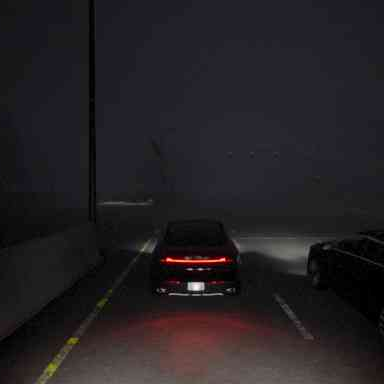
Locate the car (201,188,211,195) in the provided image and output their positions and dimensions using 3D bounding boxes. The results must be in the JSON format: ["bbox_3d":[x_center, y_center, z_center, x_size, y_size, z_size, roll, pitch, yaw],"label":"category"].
[{"bbox_3d":[3.510,-0.183,80.524,2.097,1.767,4.553,0,1,0],"label":"car"}]

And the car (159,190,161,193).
[{"bbox_3d":[-6.991,0.206,70.159,2.033,1.411,5.357,0,1,0],"label":"car"}]

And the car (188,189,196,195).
[{"bbox_3d":[0.012,0.037,77.955,2.128,1.511,4.902,0,1,0],"label":"car"}]

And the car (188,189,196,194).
[{"bbox_3d":[0.011,-0.150,88.258,2.033,1.411,5.357,0,1,0],"label":"car"}]

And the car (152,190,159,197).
[{"bbox_3d":[-7.080,0.549,55.795,1.895,1.301,4.718,0,1,0],"label":"car"}]

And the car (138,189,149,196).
[{"bbox_3d":[-10.491,0.151,72.111,1.812,1.442,4.674,0,1,0],"label":"car"}]

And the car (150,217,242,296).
[{"bbox_3d":[0.077,1.379,8.312,1.837,1.490,4.892,0,1,0],"label":"car"}]

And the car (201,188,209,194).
[{"bbox_3d":[3.512,-0.240,90.805,1.837,1.490,4.892,0,1,1],"label":"car"}]

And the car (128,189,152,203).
[{"bbox_3d":[-7.093,0.672,45.700,1.812,1.442,4.674,0,1,0],"label":"car"}]

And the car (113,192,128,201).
[{"bbox_3d":[-10.589,0.655,50.408,1.895,1.301,4.718,0,1,0],"label":"car"}]

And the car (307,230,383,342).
[{"bbox_3d":[3.566,1.413,5.801,2.128,1.511,4.902,0,1,0],"label":"car"}]

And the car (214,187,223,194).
[{"bbox_3d":[7.011,-0.445,88.225,2.097,1.767,4.553,0,1,0],"label":"car"}]

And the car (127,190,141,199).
[{"bbox_3d":[-10.554,0.380,60.580,1.812,1.442,4.674,0,1,-1],"label":"car"}]

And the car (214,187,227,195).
[{"bbox_3d":[7.010,-0.158,79.059,2.097,1.767,4.553,0,1,0],"label":"car"}]
